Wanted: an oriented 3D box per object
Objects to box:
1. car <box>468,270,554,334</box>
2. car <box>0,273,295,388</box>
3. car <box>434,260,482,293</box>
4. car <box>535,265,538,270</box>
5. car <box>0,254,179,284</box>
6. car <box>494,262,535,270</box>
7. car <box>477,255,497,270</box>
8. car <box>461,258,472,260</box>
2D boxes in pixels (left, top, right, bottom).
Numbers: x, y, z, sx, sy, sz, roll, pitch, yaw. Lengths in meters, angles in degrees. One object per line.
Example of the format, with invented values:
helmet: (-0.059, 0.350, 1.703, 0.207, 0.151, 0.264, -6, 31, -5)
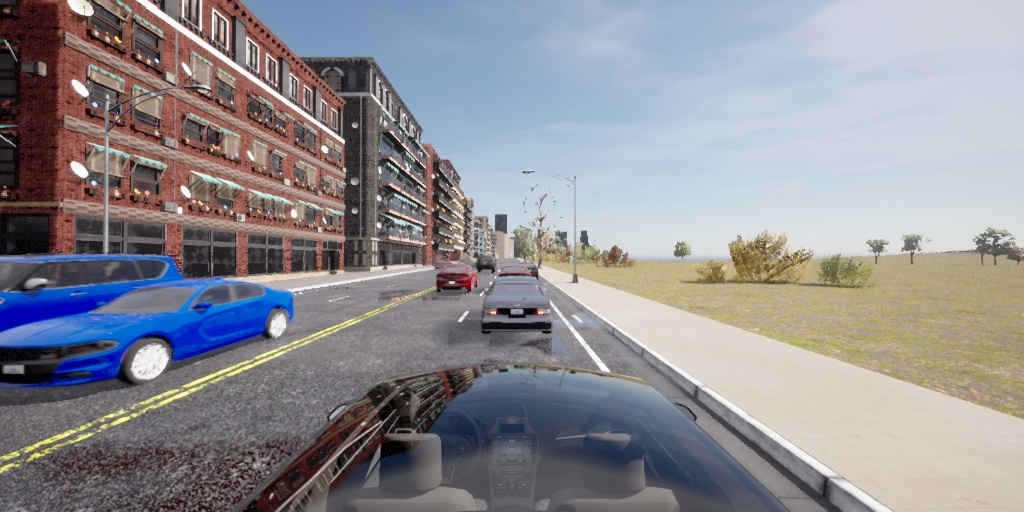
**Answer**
car: (0.121, 1.298, 10.596, 2.033, 1.411, 5.357, 0, 0, 0)
car: (-6.587, 1.228, 7.238, 1.882, 1.535, 5.008, 0, 0, 0)
car: (-3.104, 1.228, 20.981, 1.882, 1.535, 5.008, 0, 0, 0)
car: (1.210, 1.228, 30.573, 1.882, 1.535, 5.008, 0, 0, 0)
car: (-9.840, 0.972, 7.408, 2.150, 2.045, 5.566, 0, 0, 0)
car: (0.151, 1.228, 21.136, 1.882, 1.535, 5.008, 0, 0, 0)
car: (-3.045, 0.967, 42.931, 2.150, 2.045, 5.566, 0, 0, 0)
car: (-6.471, 1.100, 50.427, 2.097, 1.767, 4.553, 0, 0, 0)
